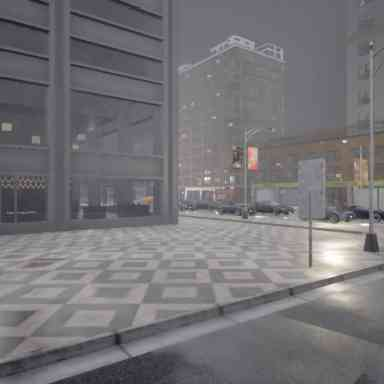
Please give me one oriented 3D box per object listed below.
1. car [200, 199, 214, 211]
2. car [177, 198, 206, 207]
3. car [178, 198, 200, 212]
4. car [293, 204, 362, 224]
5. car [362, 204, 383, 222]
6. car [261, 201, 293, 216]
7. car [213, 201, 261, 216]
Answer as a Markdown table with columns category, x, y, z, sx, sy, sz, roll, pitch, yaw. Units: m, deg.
| category | x | y | z | sx | sy | sz | roll | pitch | yaw |
| --- | --- | --- | --- | --- | --- | --- | --- | --- | --- |
| car | 1.964 | 1.666 | 42.786 | 2.033 | 1.411 | 5.357 | 0 | 0 | -36 |
| car | -0.108 | 1.698 | 57.087 | 2.033 | 1.411 | 5.357 | 0 | 0 | -38 |
| car | -1.366 | 1.687 | 41.861 | 1.994 | 1.385 | 4.181 | 0 | 0 | -35 |
| car | 10.333 | 1.616 | 25.670 | 1.994 | 1.385 | 4.181 | 0 | 0 | -36 |
| car | 13.603 | 1.648 | 26.692 | 1.895 | 1.301 | 4.718 | 0 | 0 | -36 |
| car | 7.947 | 1.632 | 34.506 | 2.033 | 1.411 | 5.357 | 0 | 0 | -36 |
| car | 4.513 | 1.654 | 33.721 | 1.994 | 1.385 | 4.181 | 0 | 0 | -36 |
